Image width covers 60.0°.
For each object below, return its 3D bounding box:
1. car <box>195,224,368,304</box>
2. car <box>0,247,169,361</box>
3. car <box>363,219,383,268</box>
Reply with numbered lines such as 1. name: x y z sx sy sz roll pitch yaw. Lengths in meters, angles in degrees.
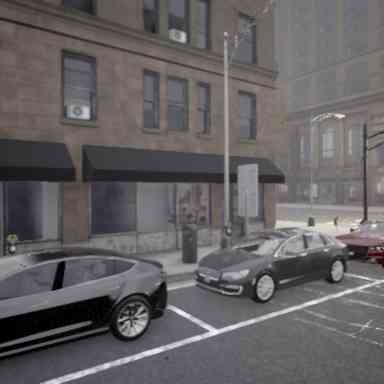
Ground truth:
1. car: 2.101 1.588 8.141 4.403 1.369 2.008 0 -1 -35
2. car: -2.391 1.571 4.959 4.313 1.339 1.947 0 -1 -35
3. car: 6.594 1.615 11.324 4.507 1.381 1.887 0 -1 -35
